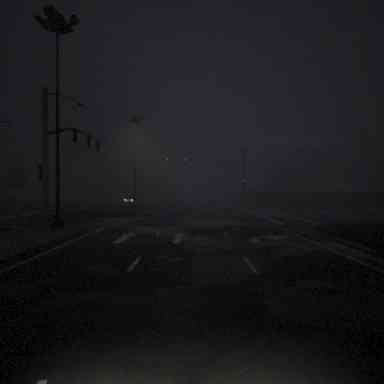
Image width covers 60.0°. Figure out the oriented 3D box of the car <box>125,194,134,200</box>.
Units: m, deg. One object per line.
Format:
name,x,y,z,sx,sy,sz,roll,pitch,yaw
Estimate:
car,-14.946,1.157,80.385,1.895,1.301,4.718,0,0,0
